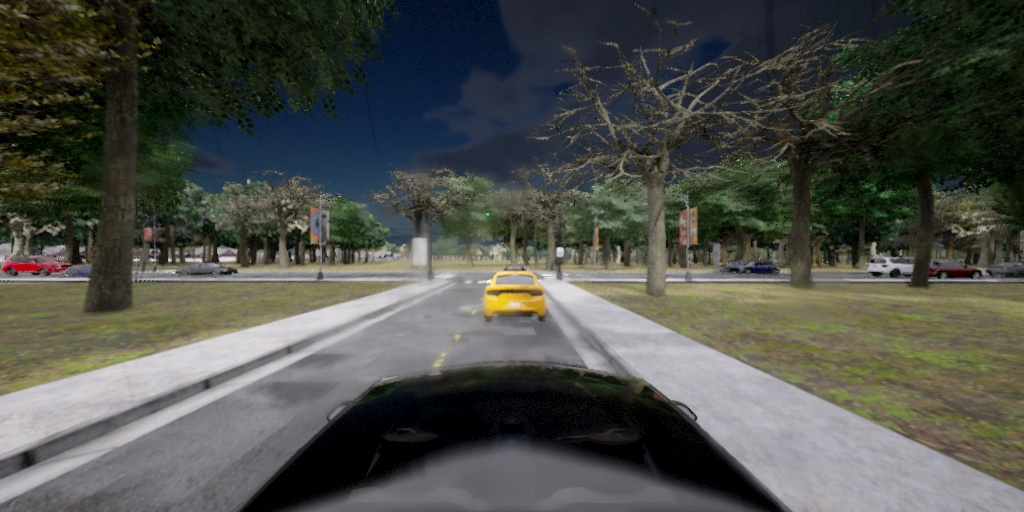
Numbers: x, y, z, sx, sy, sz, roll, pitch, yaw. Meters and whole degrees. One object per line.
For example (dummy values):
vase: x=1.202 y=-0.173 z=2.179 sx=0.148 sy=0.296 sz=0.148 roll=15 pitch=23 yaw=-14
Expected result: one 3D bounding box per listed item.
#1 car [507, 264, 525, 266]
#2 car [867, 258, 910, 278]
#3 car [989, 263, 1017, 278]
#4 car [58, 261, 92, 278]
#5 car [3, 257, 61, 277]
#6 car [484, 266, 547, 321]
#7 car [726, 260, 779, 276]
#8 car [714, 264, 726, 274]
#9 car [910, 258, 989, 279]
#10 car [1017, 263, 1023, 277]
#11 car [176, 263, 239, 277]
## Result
car: x=0.318 y=1.343 z=27.178 sx=2.128 sy=1.511 sz=4.902 roll=0 pitch=0 yaw=5
car: x=40.600 y=1.181 z=37.488 sx=5.566 sy=2.045 sz=2.150 roll=0 pitch=0 yaw=1
car: x=52.816 y=1.473 z=37.534 sx=4.902 sy=1.511 sz=2.128 roll=0 pitch=0 yaw=0
car: x=-39.612 y=1.418 z=34.116 sx=4.181 sy=1.385 sz=1.994 roll=0 pitch=0 yaw=0
car: x=-49.306 y=1.078 z=37.436 sx=5.566 sy=2.045 sz=2.150 roll=0 pitch=0 yaw=0
car: x=0.098 y=1.269 z=12.589 sx=1.882 sy=1.535 sz=5.008 roll=0 pitch=-1 yaw=0
car: x=27.636 y=1.298 z=40.854 sx=4.553 sy=1.767 sz=2.097 roll=0 pitch=0 yaw=0
car: x=27.516 y=1.447 z=44.102 sx=4.902 sy=1.511 sz=2.128 roll=0 pitch=0 yaw=0
car: x=41.659 y=1.303 z=34.226 sx=4.553 sy=1.767 sz=2.097 roll=0 pitch=0 yaw=0
car: x=52.849 y=1.194 z=34.285 sx=5.566 sy=2.045 sz=2.150 roll=0 pitch=0 yaw=0
car: x=-31.721 y=1.413 z=37.356 sx=5.357 sy=1.411 sz=2.033 roll=0 pitch=0 yaw=0
